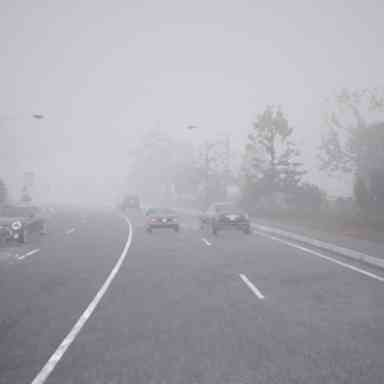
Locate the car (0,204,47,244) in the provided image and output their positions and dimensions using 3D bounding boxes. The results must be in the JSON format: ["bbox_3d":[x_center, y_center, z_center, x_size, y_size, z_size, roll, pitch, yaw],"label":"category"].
[{"bbox_3d":[-8.513,1.408,15.810,2.097,1.767,4.553,0,0,-10],"label":"car"}]

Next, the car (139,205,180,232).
[{"bbox_3d":[-1.962,1.596,20.555,2.033,1.411,5.357,0,0,-11],"label":"car"}]

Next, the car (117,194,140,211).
[{"bbox_3d":[-8.057,1.329,41.841,2.150,2.045,5.566,0,0,-21],"label":"car"}]

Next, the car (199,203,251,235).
[{"bbox_3d":[1.744,1.388,19.219,2.097,1.767,4.553,0,0,-9],"label":"car"}]
